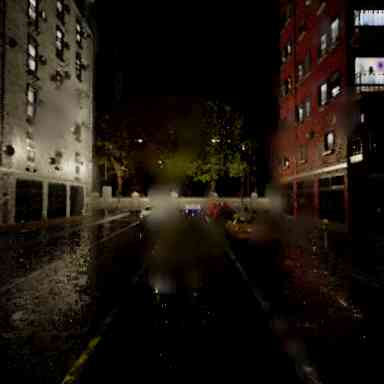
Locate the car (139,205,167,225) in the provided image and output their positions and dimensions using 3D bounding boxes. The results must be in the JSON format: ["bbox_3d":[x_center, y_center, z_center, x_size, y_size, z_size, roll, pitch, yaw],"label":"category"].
[{"bbox_3d":[-3.062,1.798,26.769,1.812,1.442,4.674,0,-1,0],"label":"car"}]

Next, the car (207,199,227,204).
[{"bbox_3d":[2.709,1.663,34.131,2.192,1.841,5.009,1,-1,0],"label":"car"}]

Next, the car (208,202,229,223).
[{"bbox_3d":[2.705,1.834,28.433,1.887,1.381,4.507,1,-1,0],"label":"car"}]

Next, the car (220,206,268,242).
[{"bbox_3d":[2.705,1.701,17.211,1.752,1.417,4.829,1,-1,0],"label":"car"}]

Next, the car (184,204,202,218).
[{"bbox_3d":[0.102,1.958,35.089,1.895,1.301,4.718,0,-1,0],"label":"car"}]
